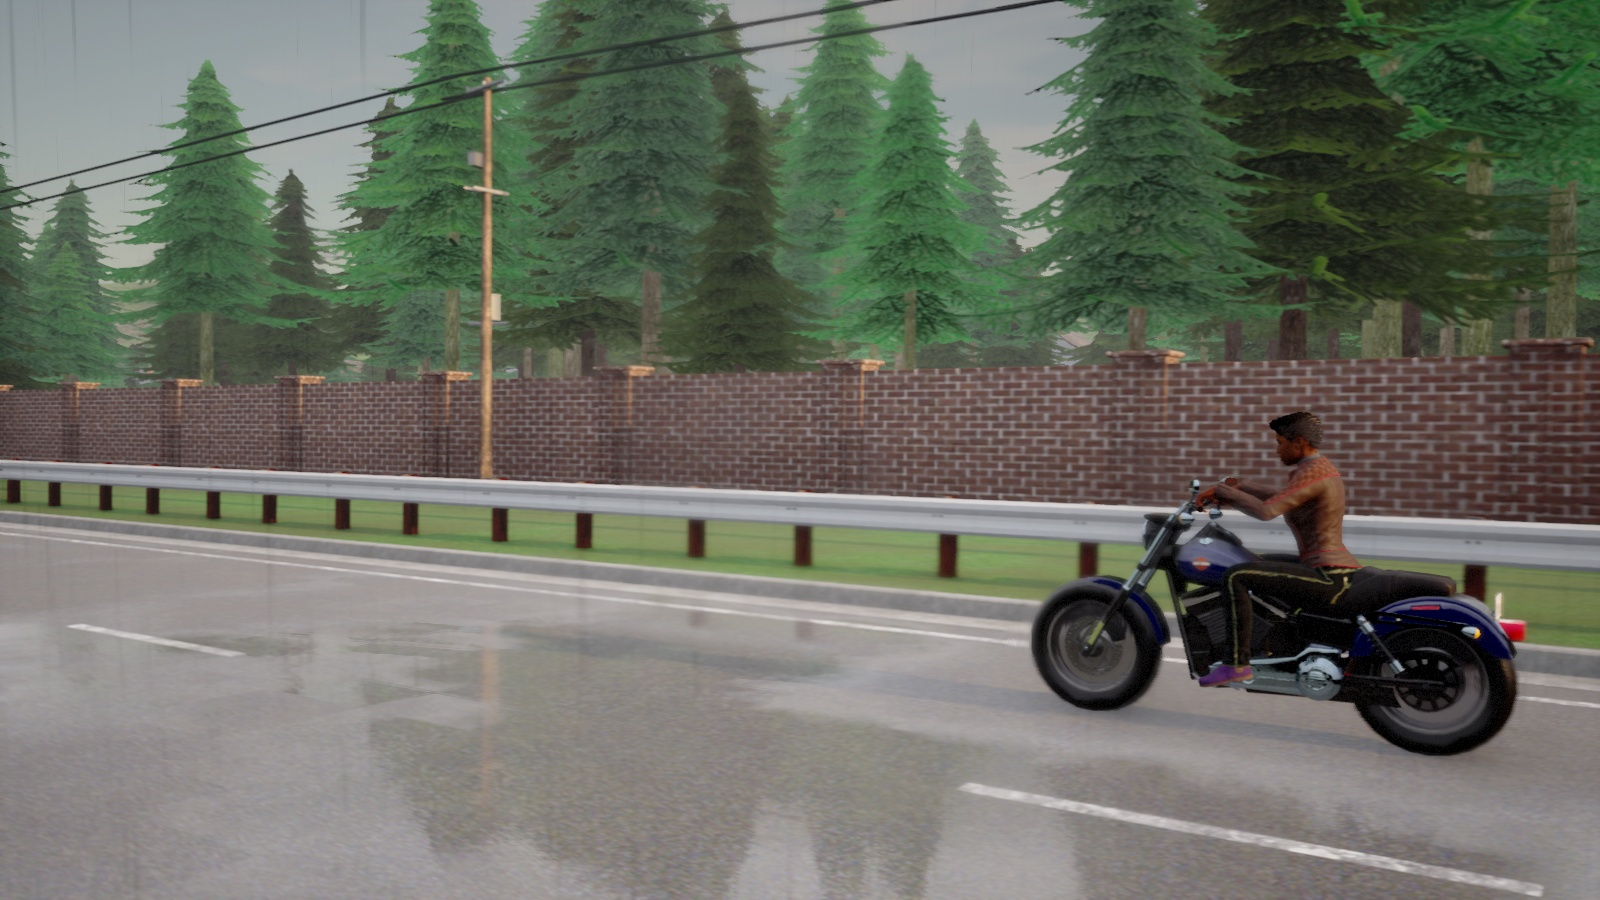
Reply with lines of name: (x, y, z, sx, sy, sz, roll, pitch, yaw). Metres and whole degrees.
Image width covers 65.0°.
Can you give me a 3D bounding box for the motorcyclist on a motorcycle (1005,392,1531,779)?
motorcyclist on a motorcycle: (2.284, 0.575, 6.308, 2.350, 1.649, 0.766, 0, 1, 34)
